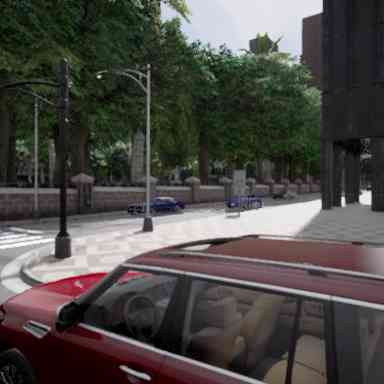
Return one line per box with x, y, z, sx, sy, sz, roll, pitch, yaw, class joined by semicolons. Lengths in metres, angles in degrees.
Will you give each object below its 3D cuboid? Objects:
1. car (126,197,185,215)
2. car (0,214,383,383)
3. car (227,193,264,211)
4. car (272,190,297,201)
-2.604;1.056;24.583;1.895;1.301;4.718;0;1;36;car
0.286;1.307;2.760;5.009;1.841;2.192;0;0;35;car
4.744;0.817;29.480;1.812;1.442;4.674;0;1;36;car
12.819;0.414;45.898;2.033;1.411;5.357;0;2;36;car
